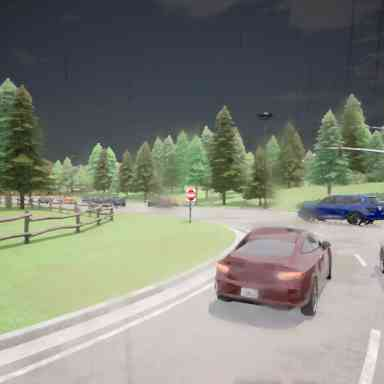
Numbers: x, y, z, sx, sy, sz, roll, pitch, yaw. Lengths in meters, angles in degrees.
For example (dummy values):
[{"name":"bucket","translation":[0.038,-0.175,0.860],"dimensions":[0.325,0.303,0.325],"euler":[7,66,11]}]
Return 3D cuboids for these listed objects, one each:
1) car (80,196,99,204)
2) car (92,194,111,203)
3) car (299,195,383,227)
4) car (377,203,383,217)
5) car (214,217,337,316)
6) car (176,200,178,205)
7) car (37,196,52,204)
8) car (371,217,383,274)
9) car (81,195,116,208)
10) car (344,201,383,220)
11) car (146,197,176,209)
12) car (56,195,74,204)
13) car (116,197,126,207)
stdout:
[{"name":"car","translation":[-19.936,1.528,64.731],"dimensions":[1.812,1.442,4.674],"euler":[0,0,-40]},{"name":"car","translation":[-18.809,1.357,68.730],"dimensions":[2.097,1.767,4.553],"euler":[0,0,-40]},{"name":"car","translation":[10.330,1.223,23.338],"dimensions":[2.150,2.045,5.566],"euler":[0,0,-40]},{"name":"car","translation":[12.041,1.478,15.871],"dimensions":[1.882,1.535,5.008],"euler":[0,0,-40]},{"name":"car","translation":[2.051,1.526,7.600],"dimensions":[1.812,1.442,4.674],"euler":[0,0,28]},{"name":"car","translation":[-4.231,1.480,51.511],"dimensions":[1.882,1.535,5.008],"euler":[0,0,-40]},{"name":"car","translation":[-28.200,1.528,63.688],"dimensions":[1.812,1.442,4.674],"euler":[0,0,-40]},{"name":"car","translation":[5.358,1.548,7.283],"dimensions":[2.033,1.411,5.357],"euler":[0,0,25]},{"name":"car","translation":[-12.787,1.493,45.370],"dimensions":[2.128,1.511,4.902],"euler":[0,0,-40]},{"name":"car","translation":[15.530,1.527,28.030],"dimensions":[1.812,1.442,4.674],"euler":[0,0,-40]},{"name":"car","translation":[-4.609,1.566,46.524],"dimensions":[1.994,1.385,4.181],"euler":[0,0,-40]},{"name":"car","translation":[-24.994,1.353,65.312],"dimensions":[2.097,1.767,4.553],"euler":[0,0,-40]},{"name":"car","translation":[-11.622,1.494,49.422],"dimensions":[2.128,1.511,4.902],"euler":[0,0,-40]}]
